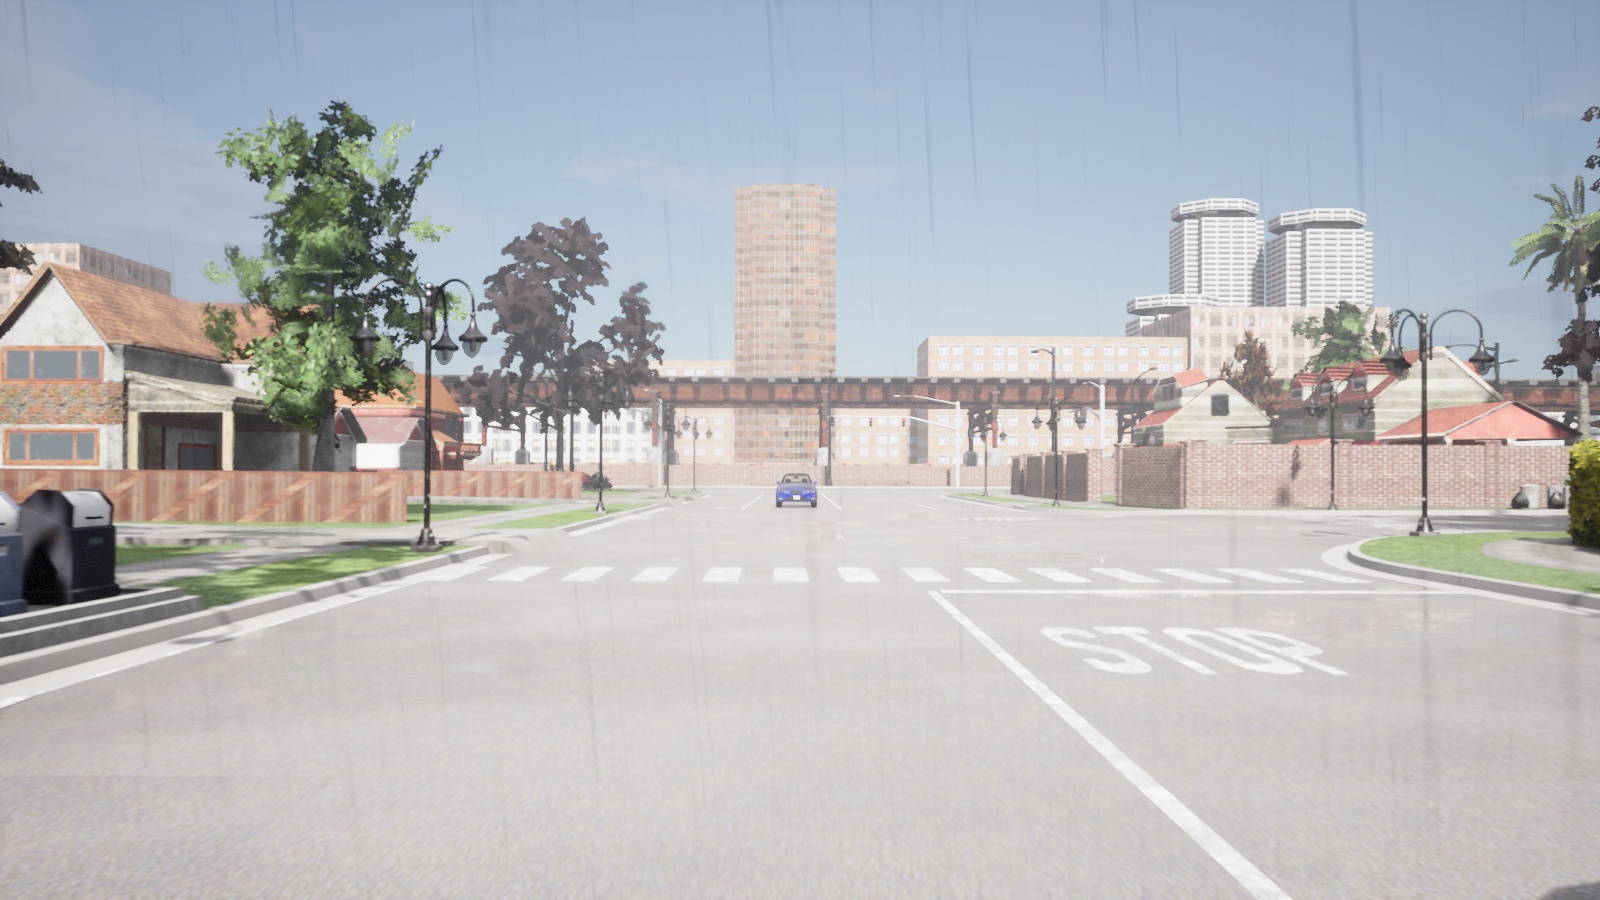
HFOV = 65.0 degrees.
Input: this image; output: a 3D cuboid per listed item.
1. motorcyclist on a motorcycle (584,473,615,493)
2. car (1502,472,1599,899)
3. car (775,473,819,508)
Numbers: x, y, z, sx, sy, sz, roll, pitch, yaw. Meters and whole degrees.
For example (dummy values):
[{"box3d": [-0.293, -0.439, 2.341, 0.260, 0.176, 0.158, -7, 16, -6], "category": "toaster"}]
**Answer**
[{"box3d": [-15.497, 2.536, 97.009, 2.191, 1.530, 0.866, 0, -1, 2], "category": "motorcyclist on a motorcycle"}, {"box3d": [3.495, 0.788, 1.871, 2.128, 1.511, 4.902, 0, -1, 0], "category": "car"}, {"box3d": [-0.135, 1.748, 54.886, 1.816, 1.474, 4.193, 0, -1, 0], "category": "car"}]
